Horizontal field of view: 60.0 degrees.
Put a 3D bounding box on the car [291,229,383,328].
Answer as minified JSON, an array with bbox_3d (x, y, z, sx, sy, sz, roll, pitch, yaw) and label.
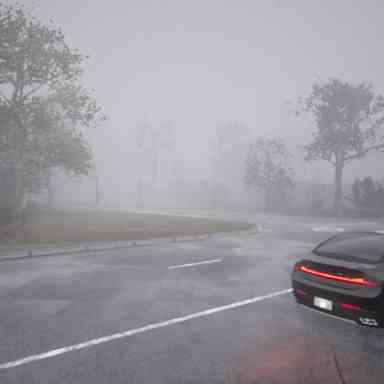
[{"bbox_3d":[4.011,1.506,6.578,4.892,1.490,1.837,1,0,-35],"label":"car"}]
